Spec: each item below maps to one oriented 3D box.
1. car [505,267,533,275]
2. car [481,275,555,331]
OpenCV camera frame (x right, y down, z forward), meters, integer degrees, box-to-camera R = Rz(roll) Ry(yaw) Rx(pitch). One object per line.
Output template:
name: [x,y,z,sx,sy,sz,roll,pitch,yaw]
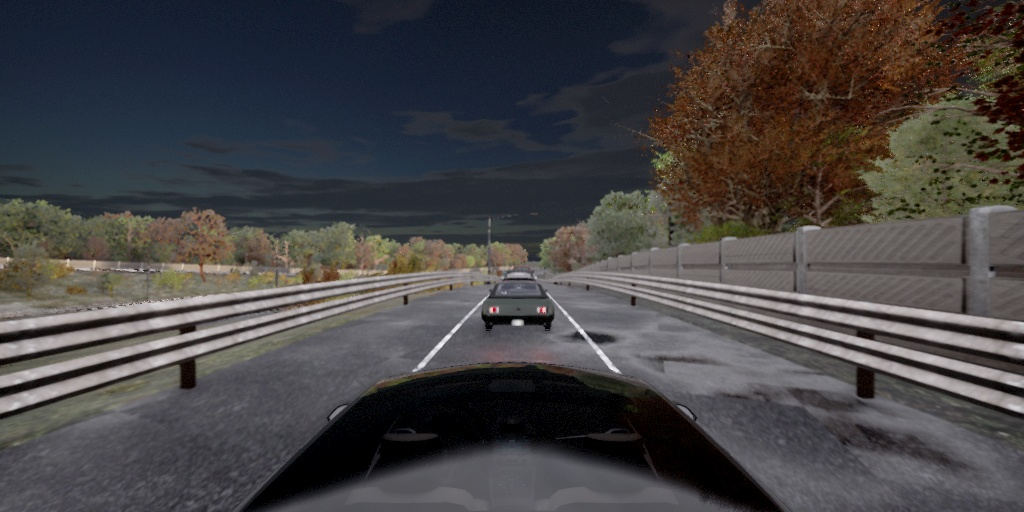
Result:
car: [0.384,1.517,19.866,1.882,1.535,5.008,0,-2,1]
car: [0.195,1.435,11.287,1.895,1.301,4.718,0,-1,1]
